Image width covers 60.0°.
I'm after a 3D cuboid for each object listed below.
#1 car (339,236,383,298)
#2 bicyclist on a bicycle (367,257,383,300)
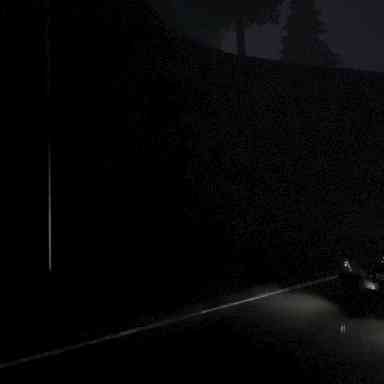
[{"bbox_3d":[5.400,1.526,7.687,4.674,1.442,1.812,0,0,-33],"label":"car"},{"bbox_3d":[3.832,1.407,5.668,0.582,1.620,1.656,-23,24,-32],"label":"bicyclist on a bicycle"}]
